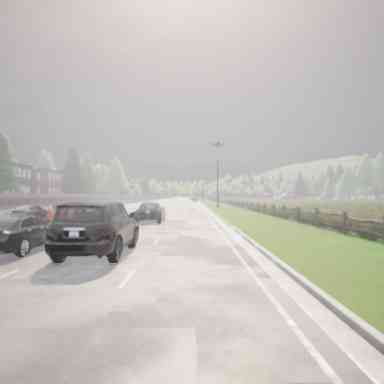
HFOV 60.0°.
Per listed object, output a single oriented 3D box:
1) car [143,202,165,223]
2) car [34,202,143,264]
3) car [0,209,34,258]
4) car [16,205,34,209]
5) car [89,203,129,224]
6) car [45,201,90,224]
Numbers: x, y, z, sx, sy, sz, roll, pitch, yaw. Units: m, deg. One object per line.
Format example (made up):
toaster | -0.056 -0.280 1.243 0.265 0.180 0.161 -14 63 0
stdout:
car | -3.477 1.660 28.412 2.097 1.767 4.553 0 -1 0
car | -3.487 1.362 12.563 2.150 2.045 5.566 0 0 0
car | -6.978 1.655 13.491 1.837 1.490 4.892 0 0 0
car | -13.973 1.839 28.885 1.812 1.442 4.674 0 0 1
car | -6.978 1.802 28.492 2.128 1.511 4.902 0 0 0
car | -10.478 1.660 28.411 2.097 1.767 4.553 0 -1 0
